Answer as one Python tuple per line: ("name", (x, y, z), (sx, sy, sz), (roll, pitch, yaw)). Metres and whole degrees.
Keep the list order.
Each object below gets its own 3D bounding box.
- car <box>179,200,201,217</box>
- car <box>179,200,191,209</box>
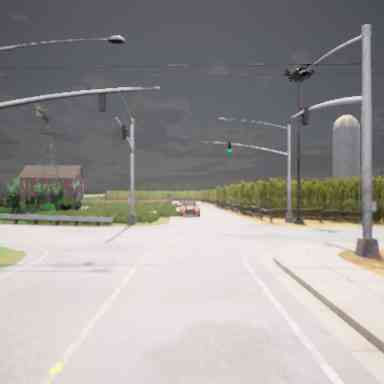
("car", (-0.255, 1.680, 34.815), (2.097, 1.767, 4.553), (0, -1, -3))
("car", (-1.217, 2.106, 56.150), (1.895, 1.301, 4.718), (0, 0, -2))
